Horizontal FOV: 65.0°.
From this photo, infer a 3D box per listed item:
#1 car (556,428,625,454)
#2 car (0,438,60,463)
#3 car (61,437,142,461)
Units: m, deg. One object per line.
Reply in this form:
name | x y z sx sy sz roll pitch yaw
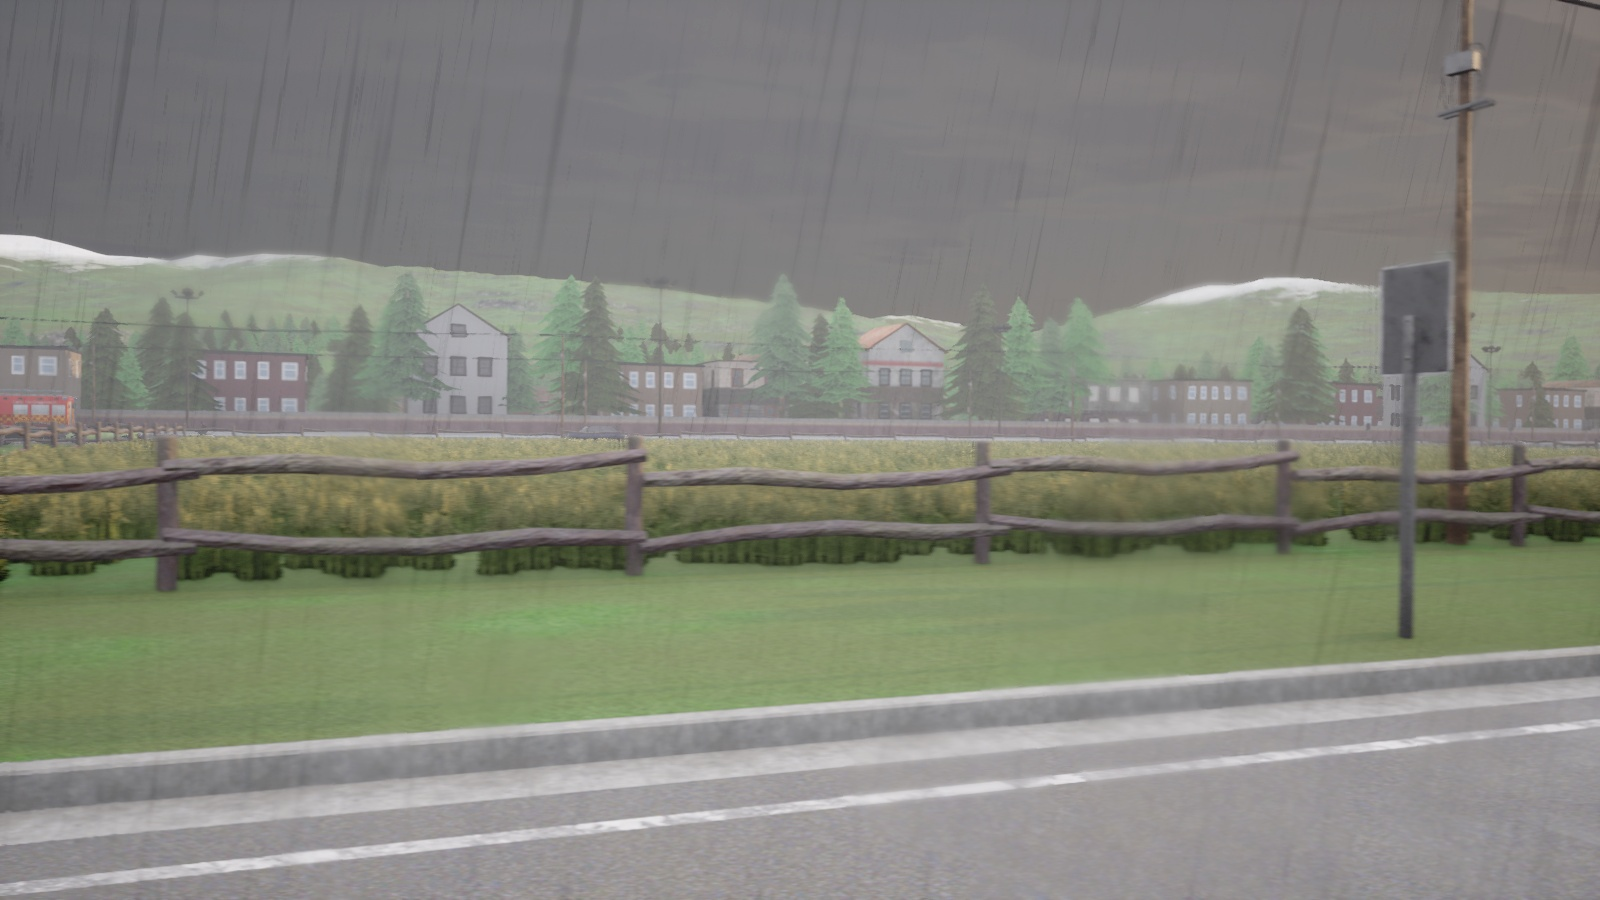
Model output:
car | -14.958 -0.660 89.612 4.553 1.767 2.097 -1 1 -21
car | -49.670 0.025 80.356 3.705 1.549 1.789 -1 1 -21
car | -47.229 -0.113 85.006 4.514 1.525 2.007 -1 1 -21
